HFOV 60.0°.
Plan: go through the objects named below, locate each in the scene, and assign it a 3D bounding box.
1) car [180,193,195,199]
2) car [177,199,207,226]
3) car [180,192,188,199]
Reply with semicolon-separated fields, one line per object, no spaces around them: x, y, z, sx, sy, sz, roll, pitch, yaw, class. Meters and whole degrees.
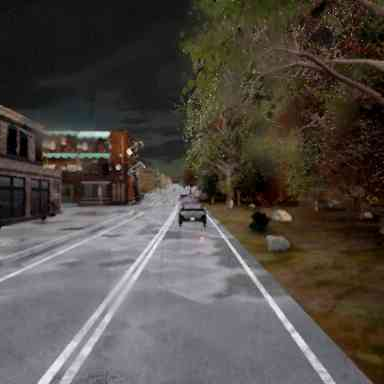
-0.333;1.305;42.352;2.097;1.767;4.553;0;0;-1;car
0.011;1.483;23.421;2.128;1.511;4.902;0;0;-1;car
-2.042;0.879;81.912;1.882;1.535;5.008;0;1;-3;car
